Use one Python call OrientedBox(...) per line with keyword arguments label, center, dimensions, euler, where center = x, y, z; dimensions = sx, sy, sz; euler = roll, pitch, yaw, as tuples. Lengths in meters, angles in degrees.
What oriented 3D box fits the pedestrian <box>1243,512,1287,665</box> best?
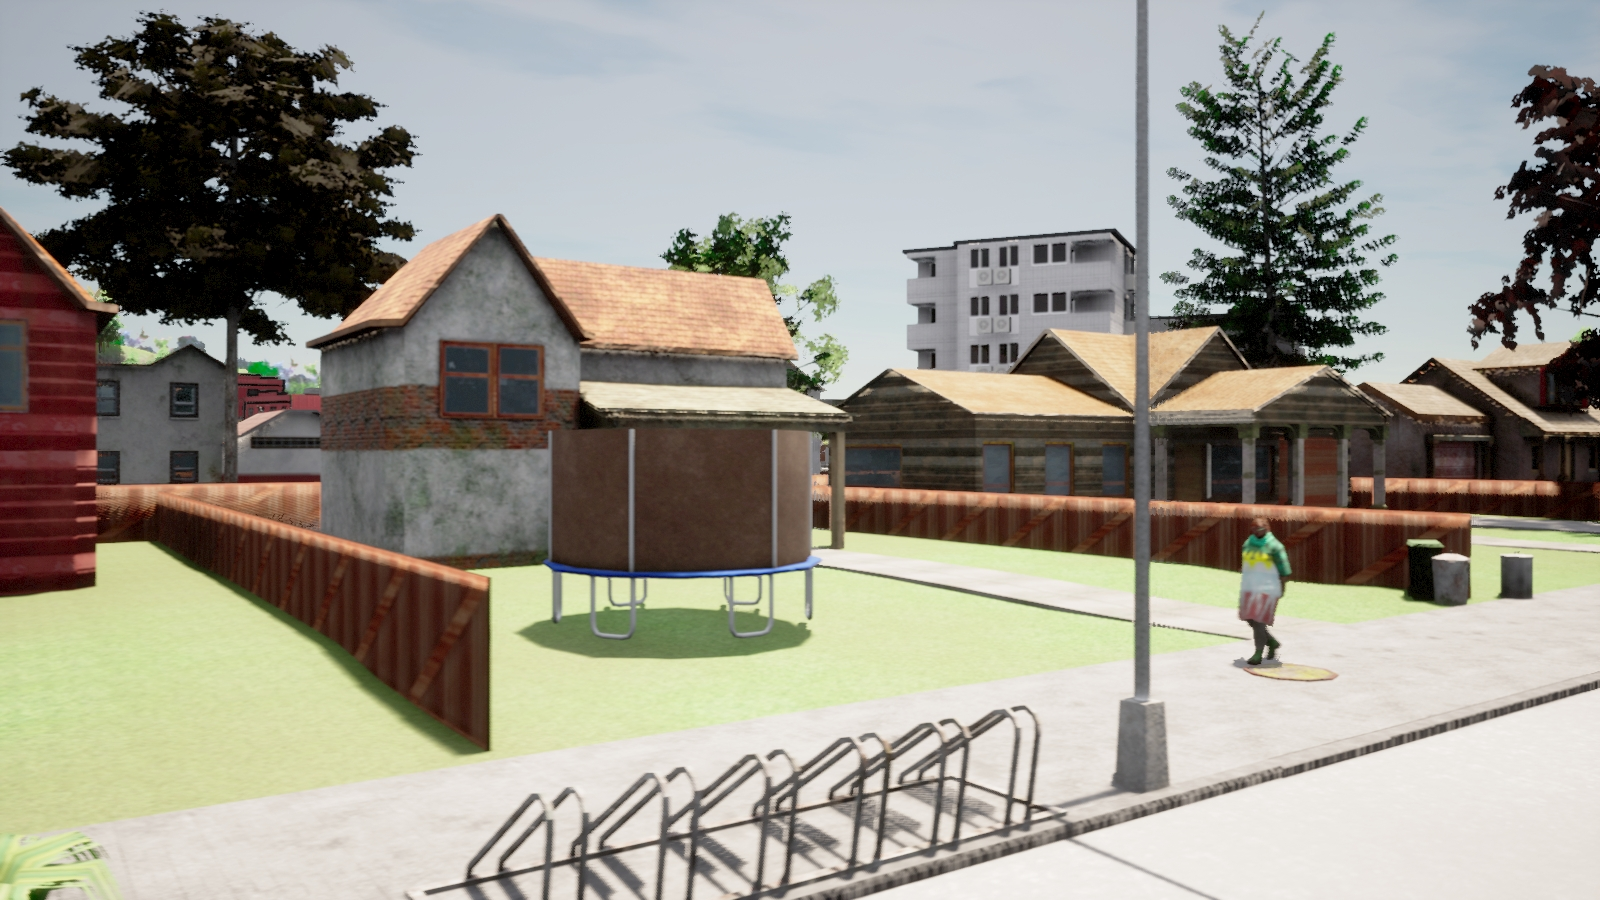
OrientedBox(label="pedestrian", center=(5.842, 1.724, 14.356), dimensions=(0.375, 1.860, 0.375), euler=(0, 0, -34))
